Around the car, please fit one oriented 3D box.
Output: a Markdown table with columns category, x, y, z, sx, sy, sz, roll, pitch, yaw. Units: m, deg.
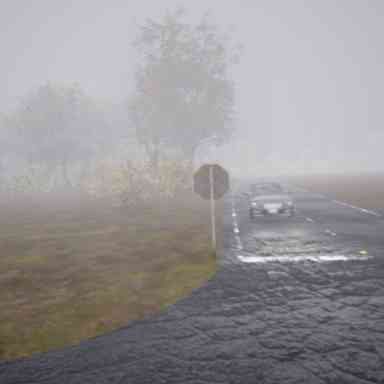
| category | x | y | z | sx | sy | sz | roll | pitch | yaw |
| --- | --- | --- | --- | --- | --- | --- | --- | --- | --- |
| car | 3.444 | 0.309 | 15.546 | 2.128 | 1.511 | 4.902 | -2 | 4 | 6 |
